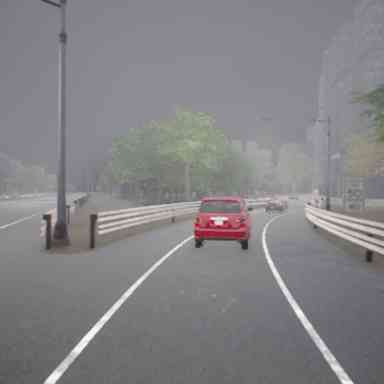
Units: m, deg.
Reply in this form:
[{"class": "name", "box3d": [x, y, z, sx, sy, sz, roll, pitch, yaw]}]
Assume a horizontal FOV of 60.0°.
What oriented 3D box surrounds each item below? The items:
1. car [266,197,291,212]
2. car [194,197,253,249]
[{"class": "car", "box3d": [9.908, 1.565, 38.872, 1.812, 1.442, 4.674, 0, 0, 27]}, {"class": "car", "box3d": [1.518, 1.230, 14.957, 2.150, 2.045, 5.566, 0, 0, 11]}]
